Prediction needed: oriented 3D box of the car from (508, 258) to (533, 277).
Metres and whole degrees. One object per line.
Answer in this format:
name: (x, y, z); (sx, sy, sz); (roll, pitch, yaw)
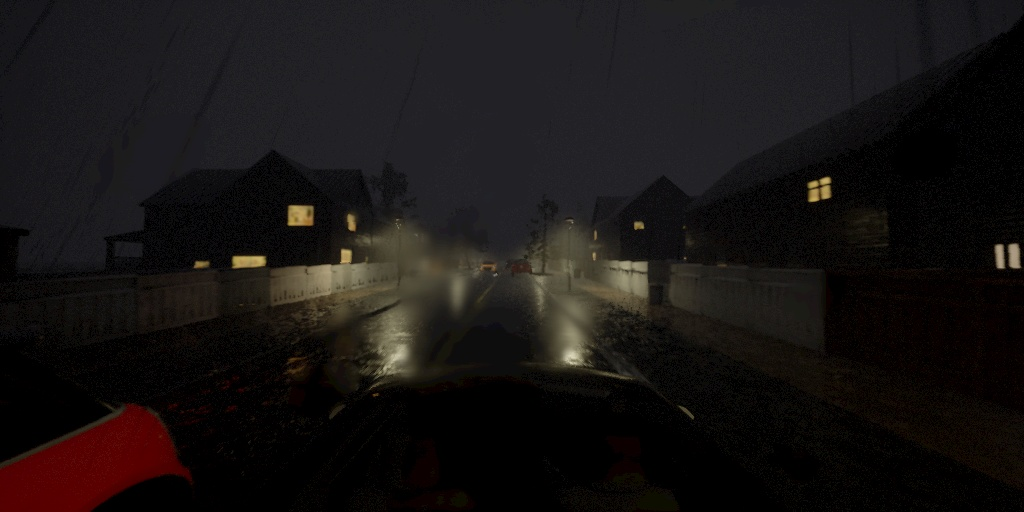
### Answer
car: (0.930, 1.079, 36.708); (2.097, 1.767, 4.553); (-3, -1, 0)

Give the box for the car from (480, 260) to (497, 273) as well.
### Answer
car: (-2.821, 1.266, 43.959); (1.882, 1.535, 5.008); (0, 0, 0)

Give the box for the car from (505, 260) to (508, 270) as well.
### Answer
car: (0.011, 1.158, 54.965); (2.097, 1.767, 4.553); (0, 0, 0)
